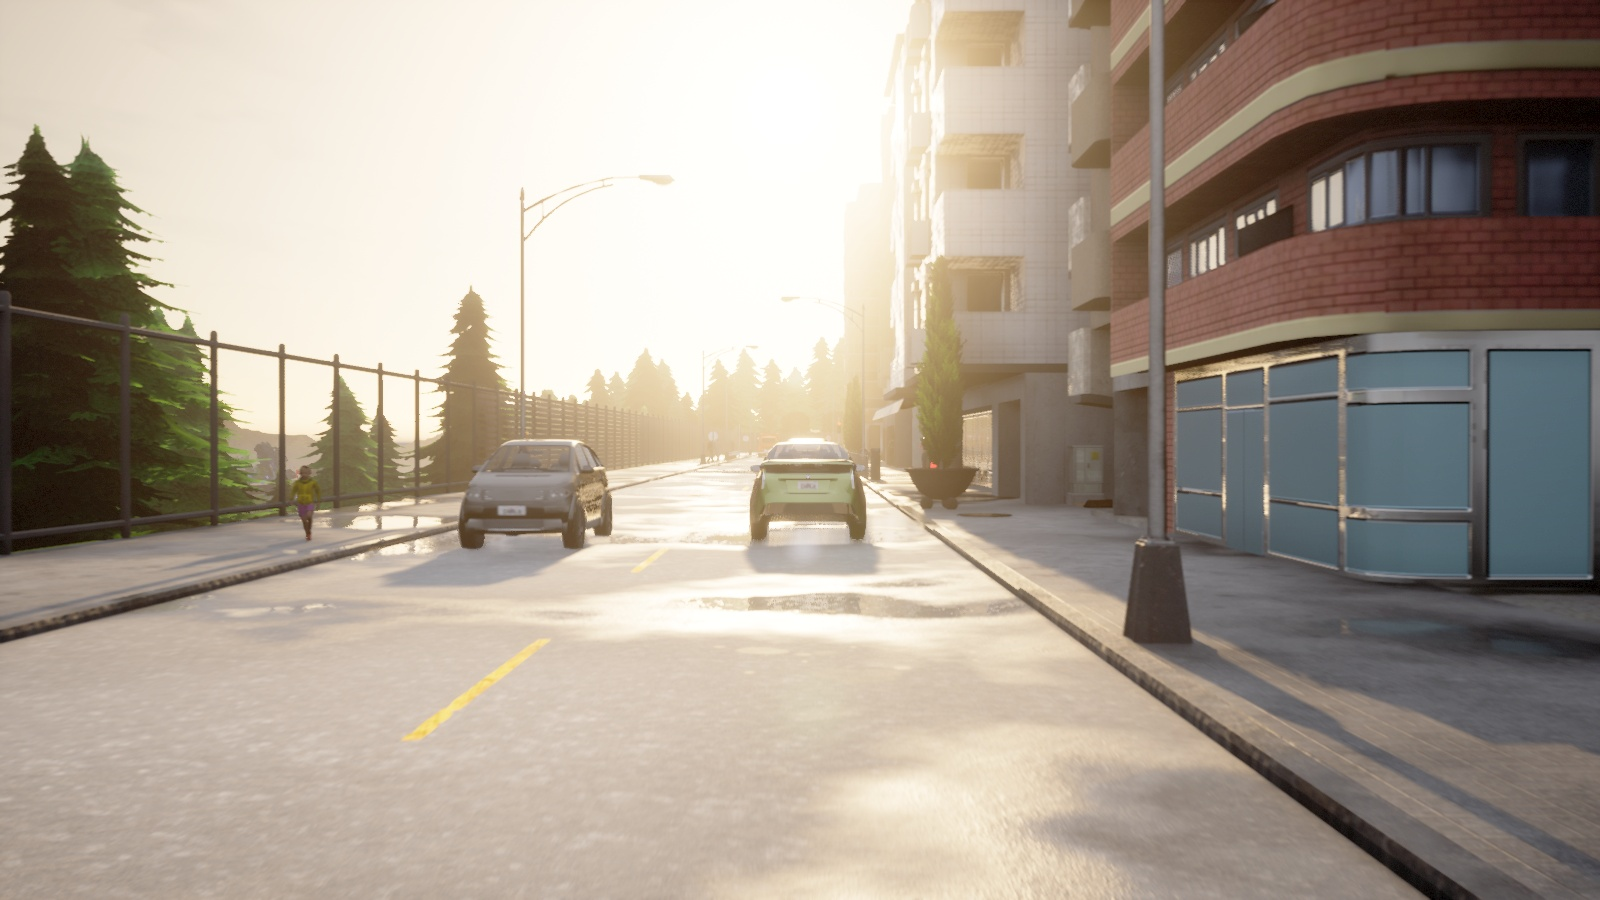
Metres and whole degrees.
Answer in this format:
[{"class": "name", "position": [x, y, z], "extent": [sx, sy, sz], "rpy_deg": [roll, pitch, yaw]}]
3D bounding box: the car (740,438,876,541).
[{"class": "car", "position": [0.131, 0.575, 20.934], "extent": [2.007, 1.525, 4.514], "rpy_deg": [0, 0, 0]}]

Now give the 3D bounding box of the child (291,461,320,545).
[{"class": "child", "position": [-6.951, 0.731, 17.656], "extent": [0.299, 1.160, 0.473], "rpy_deg": [0, 0, -11]}]

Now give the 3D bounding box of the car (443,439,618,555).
[{"class": "car", "position": [-3.879, 0.617, 18.680], "extent": [1.789, 1.549, 3.705], "rpy_deg": [0, 0, 0]}]
